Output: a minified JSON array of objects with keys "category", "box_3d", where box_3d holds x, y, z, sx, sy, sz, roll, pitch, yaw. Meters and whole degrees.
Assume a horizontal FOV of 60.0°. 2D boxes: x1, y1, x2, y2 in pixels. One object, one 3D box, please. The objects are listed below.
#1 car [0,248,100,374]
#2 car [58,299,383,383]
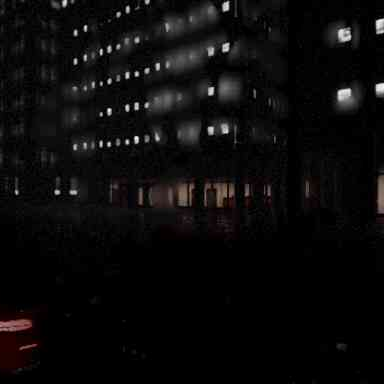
[{"category":"car","box_3d":[-3.118,1.541,5.097,4.206,1.307,1.802,1,0,35]},{"category":"car","box_3d":[1.469,1.553,1.828,4.403,1.369,2.008,1,0,35]}]
